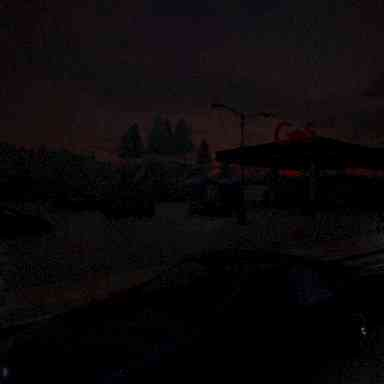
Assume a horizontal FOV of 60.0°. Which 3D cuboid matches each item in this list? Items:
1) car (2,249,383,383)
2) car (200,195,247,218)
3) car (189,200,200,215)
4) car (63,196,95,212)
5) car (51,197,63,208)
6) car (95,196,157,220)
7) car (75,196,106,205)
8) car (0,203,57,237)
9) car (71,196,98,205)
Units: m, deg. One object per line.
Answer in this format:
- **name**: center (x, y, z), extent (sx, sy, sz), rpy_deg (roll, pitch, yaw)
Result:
- **car**: center (0.613, 1.545, 4.420), extent (5.357, 1.411, 2.033), rpy_deg (0, 0, -35)
- **car**: center (3.075, 1.254, 29.580), extent (3.866, 1.878, 1.905), rpy_deg (0, 0, -36)
- **car**: center (1.631, 1.538, 32.636), extent (3.806, 1.475, 1.970), rpy_deg (0, 0, -36)
- **car**: center (-11.926, 1.485, 38.184), extent (4.514, 1.523, 2.007), rpy_deg (0, 0, -36)
- **car**: center (-17.725, 1.509, 46.322), extent (3.633, 1.501, 1.845), rpy_deg (0, 0, -36)
- **car**: center (-5.232, 1.283, 27.655), extent (4.605, 1.855, 1.932), rpy_deg (0, 0, -36)
- **car**: center (-18.410, 1.515, 60.420), extent (5.027, 1.636, 2.152), rpy_deg (0, 0, -36)
- **car**: center (-9.307, 1.492, 16.175), extent (4.514, 1.523, 2.007), rpy_deg (0, 0, -36)
- **car**: center (-20.284, 1.525, 62.936), extent (4.514, 1.523, 2.007), rpy_deg (0, 0, -36)
